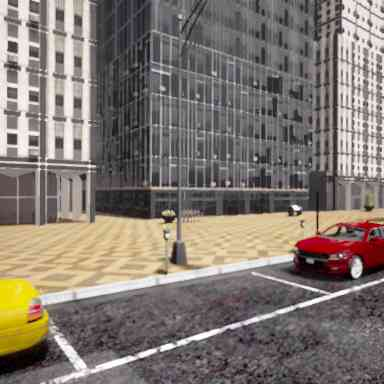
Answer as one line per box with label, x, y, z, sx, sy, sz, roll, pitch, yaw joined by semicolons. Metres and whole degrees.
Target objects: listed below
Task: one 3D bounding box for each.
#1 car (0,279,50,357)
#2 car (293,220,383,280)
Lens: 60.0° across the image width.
car;-4.192;1.519;3.570;4.829;1.417;1.752;0;0;-35
car;4.954;1.589;10.095;4.507;1.381;1.887;0;0;-35
